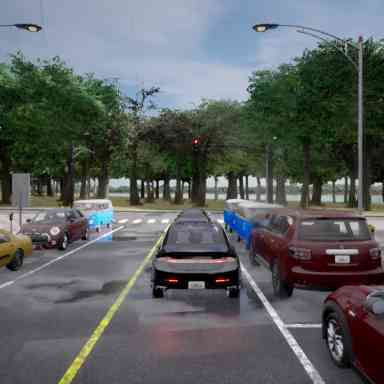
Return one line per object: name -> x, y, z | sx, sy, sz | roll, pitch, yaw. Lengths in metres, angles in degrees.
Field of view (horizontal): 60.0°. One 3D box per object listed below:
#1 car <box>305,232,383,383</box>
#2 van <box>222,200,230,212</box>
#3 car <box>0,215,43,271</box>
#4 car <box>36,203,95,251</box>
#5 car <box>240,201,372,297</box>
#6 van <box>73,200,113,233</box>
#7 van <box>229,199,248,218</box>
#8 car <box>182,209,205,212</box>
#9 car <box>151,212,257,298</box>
car -> 2.760, 1.440, 3.051 | 1.967, 1.590, 4.097 | 0, 0, 0
van -> 2.757, 1.342, 19.363 | 1.690, 1.788, 3.998 | 0, 0, 0
car -> -5.766, 1.525, 8.317 | 1.752, 1.417, 4.829 | 0, 0, 0
car -> -5.767, 1.441, 13.924 | 1.967, 1.590, 4.097 | 0, 0, 0
car -> 2.759, 1.315, 8.488 | 2.192, 1.841, 5.009 | 0, 0, 0
van -> -5.769, 1.342, 19.362 | 1.690, 1.788, 3.998 | 0, 0, 0
van -> 2.758, 1.342, 13.926 | 1.690, 1.788, 3.998 | 0, 0, 0
car -> 0.053, 1.565, 17.438 | 1.994, 1.385, 4.181 | 0, 0, 1
car -> 0.088, 1.492, 8.520 | 2.128, 1.511, 4.902 | 0, 0, 0
